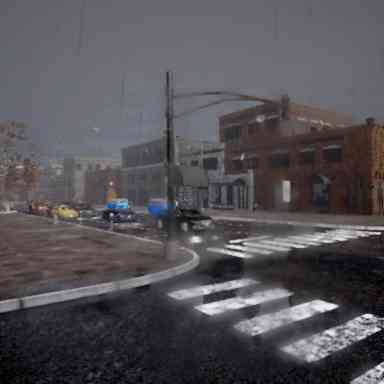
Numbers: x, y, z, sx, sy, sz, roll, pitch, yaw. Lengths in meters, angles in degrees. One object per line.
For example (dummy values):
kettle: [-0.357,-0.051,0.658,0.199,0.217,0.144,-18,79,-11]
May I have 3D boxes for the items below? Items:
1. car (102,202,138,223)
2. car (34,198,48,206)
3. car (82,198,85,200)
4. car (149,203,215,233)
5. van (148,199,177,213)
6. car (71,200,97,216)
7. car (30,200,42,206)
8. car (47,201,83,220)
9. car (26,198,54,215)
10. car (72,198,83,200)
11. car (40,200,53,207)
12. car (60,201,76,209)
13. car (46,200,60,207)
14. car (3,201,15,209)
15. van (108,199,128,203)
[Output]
car: [-6.369,1.892,29.257,1.994,1.385,4.181,-1,0,-35]
car: [-36.474,2.404,80.292,2.192,1.841,5.009,-2,0,-36]
car: [-19.794,1.999,57.433,2.192,1.841,5.009,-2,0,-36]
car: [-0.546,1.693,21.256,1.837,1.490,4.892,-1,0,-36]
van: [-3.114,1.621,34.574,1.690,1.788,3.998,-2,0,-36]
car: [-12.299,1.976,37.384,1.837,1.490,4.892,-1,0,-36]
car: [-39.802,2.721,84.865,2.008,1.369,4.403,-2,0,-36]
car: [-13.111,2.003,34.124,1.752,1.417,4.829,-2,0,-36]
car: [-19.889,1.956,43.404,2.192,1.841,5.009,-2,0,-36]
car: [-19.202,2.133,52.255,1.882,1.535,5.008,-1,0,-36]
car: [-33.231,2.536,75.858,1.752,1.417,4.829,-2,0,-36]
car: [-23.121,2.347,62.006,1.802,1.307,4.206,-2,0,-36]
car: [-29.794,2.509,71.150,1.802,1.307,4.206,-2,0,-36]
car: [-36.462,2.569,66.126,1.752,1.417,4.829,-2,0,-36]
van: [-9.786,1.782,43.717,1.690,1.788,3.998,-2,0,-36]
